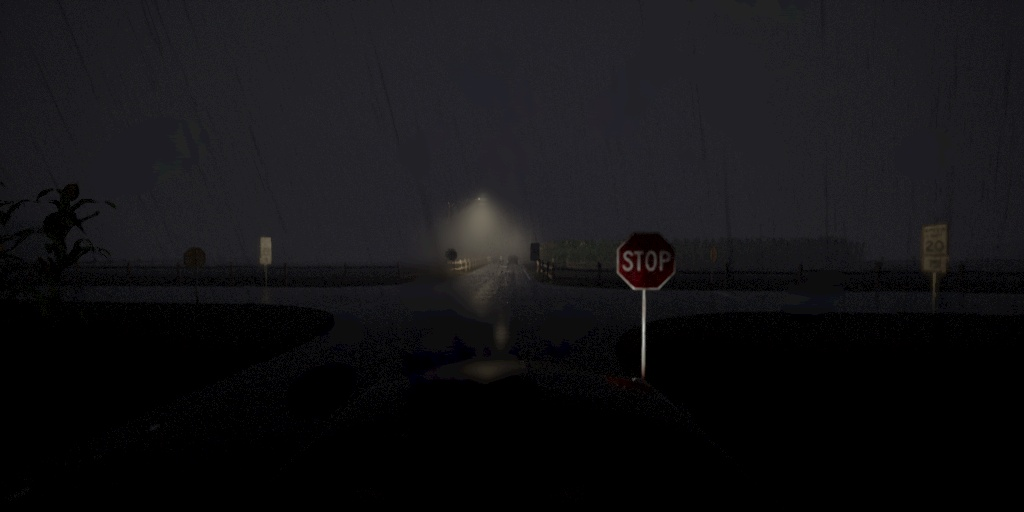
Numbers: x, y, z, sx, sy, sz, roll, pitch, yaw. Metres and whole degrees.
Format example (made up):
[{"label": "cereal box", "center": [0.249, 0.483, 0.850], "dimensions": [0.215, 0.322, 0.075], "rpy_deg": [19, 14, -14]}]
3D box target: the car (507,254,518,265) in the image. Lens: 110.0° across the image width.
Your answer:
[{"label": "car", "center": [0.139, 0.854, 63.618], "dimensions": [1.837, 1.490, 4.892], "rpy_deg": [0, 0, 0]}]
